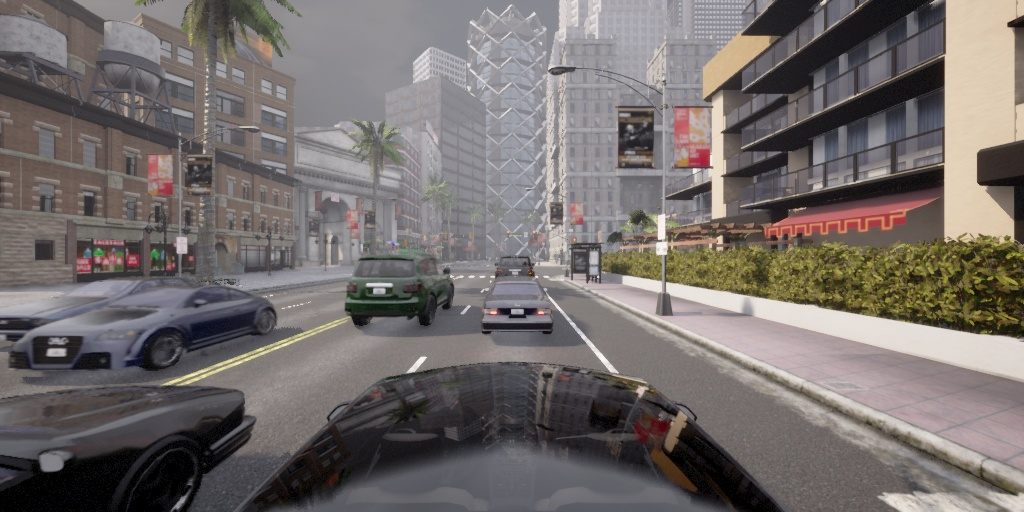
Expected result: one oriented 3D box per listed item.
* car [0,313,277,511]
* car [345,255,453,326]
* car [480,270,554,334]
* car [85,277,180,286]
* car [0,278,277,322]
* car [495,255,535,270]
[{"bbox_3d":[-3.352,1.298,0.885,2.033,1.411,5.357,0,0,0],"label":"car"},{"bbox_3d":[-3.358,0.973,11.746,2.150,2.045,5.566,0,0,0],"label":"car"},{"bbox_3d":[0.129,1.297,10.568,2.033,1.411,5.357,0,0,0],"label":"car"},{"bbox_3d":[-10.572,1.297,10.058,2.033,1.411,5.357,0,0,0],"label":"car"},{"bbox_3d":[-7.082,1.314,7.575,1.994,1.385,4.181,0,0,0],"label":"car"},{"bbox_3d":[0.166,0.971,20.820,2.150,2.045,5.566,0,0,0],"label":"car"}]
